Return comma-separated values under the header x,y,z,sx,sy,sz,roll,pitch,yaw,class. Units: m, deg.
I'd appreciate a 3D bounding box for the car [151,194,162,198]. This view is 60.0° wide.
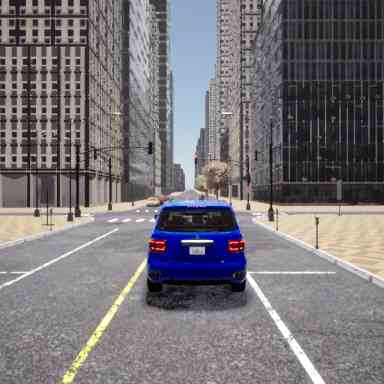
x,y,z,sx,sy,sz,roll,pitch,yaw,class
-5.803,1.485,50.073,1.752,1.417,4.829,0,0,0,car

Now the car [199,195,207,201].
x,y,z,sx,sy,sz,roll,pitch,yaw,class
2.716,1.422,84.291,1.887,1.381,4.507,0,0,0,car

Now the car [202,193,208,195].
x,y,z,sx,sy,sz,roll,pitch,yaw,class
2.837,1.400,50.241,1.967,1.590,4.097,0,0,0,car

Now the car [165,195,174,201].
x,y,z,sx,sy,sz,roll,pitch,yaw,class
-5.665,1.428,84.299,2.008,1.369,4.403,0,0,0,car

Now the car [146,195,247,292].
x,y,z,sx,sy,sz,roll,pitch,yaw,class
0.101,1.221,9.071,2.150,2.045,5.566,0,0,0,car

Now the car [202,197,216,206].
x,y,z,sx,sy,sz,roll,pitch,yaw,class
2.807,1.500,55.919,2.008,1.369,4.403,0,0,0,car

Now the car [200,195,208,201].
x,y,z,sx,sy,sz,roll,pitch,yaw,class
2.715,1.419,78.786,1.752,1.417,4.829,0,0,0,car

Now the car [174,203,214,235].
x,y,z,sx,sy,sz,roll,pitch,yaw,class
0.101,1.486,19.800,2.128,1.511,4.902,0,0,0,car

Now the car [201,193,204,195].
x,y,z,sx,sy,sz,roll,pitch,yaw,class
2.714,1.224,72.941,2.192,1.841,5.009,0,0,0,car

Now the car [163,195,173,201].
x,y,z,sx,sy,sz,roll,pitch,yaw,class
-5.666,1.438,78.623,1.887,1.381,4.507,0,0,0,car

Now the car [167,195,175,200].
x,y,z,sx,sy,sz,roll,pitch,yaw,class
-5.663,1.411,89.974,2.008,1.369,4.403,0,0,0,car
